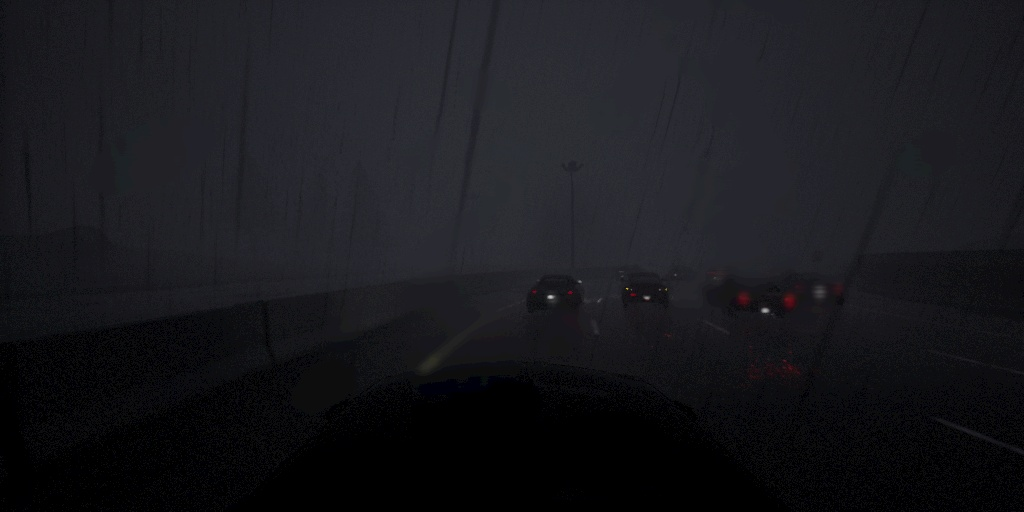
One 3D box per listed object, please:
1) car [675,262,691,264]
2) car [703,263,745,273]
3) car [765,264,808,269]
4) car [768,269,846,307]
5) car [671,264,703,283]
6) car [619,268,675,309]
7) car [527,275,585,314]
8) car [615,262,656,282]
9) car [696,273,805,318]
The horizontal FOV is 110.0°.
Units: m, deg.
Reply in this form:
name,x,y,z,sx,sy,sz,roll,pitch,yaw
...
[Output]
name,x,y,z,sx,sy,sz,roll,pitch,yaw
car,27.069,1.775,57.390,4.902,1.511,2.128,0,-1,-21
car,17.922,1.585,30.236,1.837,1.490,4.892,-2,-1,41
car,23.550,1.653,30.862,4.181,1.385,1.994,0,-1,-41
car,13.507,1.494,16.747,1.994,1.385,4.181,0,-1,21
car,15.711,1.671,32.991,1.994,1.385,4.181,-1,-1,42
car,5.914,1.443,16.151,1.812,1.442,4.674,0,-1,17
car,1.904,1.464,14.777,1.994,1.385,4.181,0,-1,14
car,11.203,1.597,33.102,2.128,1.511,4.902,-1,-1,39
car,8.814,1.494,13.827,1.895,1.301,4.718,0,-1,15
